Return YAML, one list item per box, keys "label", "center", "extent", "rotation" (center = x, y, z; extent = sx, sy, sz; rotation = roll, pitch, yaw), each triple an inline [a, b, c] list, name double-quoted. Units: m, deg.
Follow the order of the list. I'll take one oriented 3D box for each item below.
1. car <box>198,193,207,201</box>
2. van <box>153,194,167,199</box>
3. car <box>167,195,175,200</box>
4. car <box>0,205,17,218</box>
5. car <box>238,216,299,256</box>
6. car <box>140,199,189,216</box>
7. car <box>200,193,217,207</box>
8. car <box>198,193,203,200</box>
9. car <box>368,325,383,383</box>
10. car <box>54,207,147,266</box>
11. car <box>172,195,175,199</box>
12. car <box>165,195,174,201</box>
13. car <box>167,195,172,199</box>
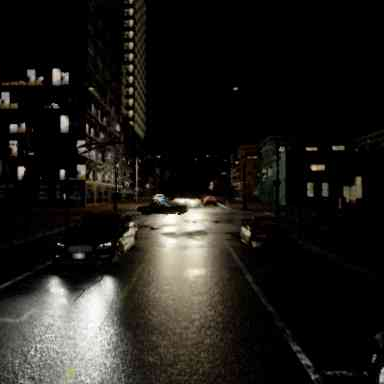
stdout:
- label: "car"
  center: [2.710, 1.210, 84.760]
  extent: [2.192, 1.841, 5.009]
  rotation: [1, 0, 0]
- label: "van"
  center: [-5.672, 1.274, 56.351]
  extent: [1.690, 1.788, 3.998]
  rotation: [1, 0, 0]
- label: "car"
  center: [-5.674, 1.453, 90.395]
  extent: [1.947, 1.339, 4.313]
  rotation: [1, 0, 0]
- label: "car"
  center: [-17.425, 1.629, 28.883]
  extent: [4.206, 1.307, 1.802]
  rotation: [-1, 0, 1]
- label: "car"
  center: [2.826, 1.570, 12.753]
  extent: [1.802, 1.307, 4.206]
  rotation: [1, 0, 0]
- label: "car"
  center: [-2.660, 1.565, 31.423]
  extent: [4.718, 1.301, 1.895]
  rotation: [0, 0, 1]
- label: "car"
  center: [2.706, 1.381, 50.716]
  extent: [1.967, 1.590, 4.097]
  rotation: [1, 0, 0]
- label: "car"
  center: [2.709, 1.241, 62.063]
  extent: [2.192, 1.841, 5.009]
  rotation: [1, 0, 0]
- label: "car"
  center: [2.703, 1.549, 1.801]
  extent: [2.008, 1.369, 4.403]
  rotation: [1, 0, 0]
- label: "car"
  center: [-3.076, 1.480, 11.542]
  extent: [2.128, 1.511, 4.902]
  rotation: [0, 0, 0]
- label: "car"
  center: [-5.675, 1.485, 79.047]
  extent: [1.802, 1.307, 4.206]
  rotation: [1, 0, 0]
- label: "car"
  center: [-5.675, 1.461, 84.722]
  extent: [1.947, 1.339, 4.313]
  rotation: [1, 0, 0]
- label: "car"
  center: [-5.674, 1.444, 67.529]
  extent: [1.752, 1.417, 4.829]
  rotation: [1, 0, 0]
